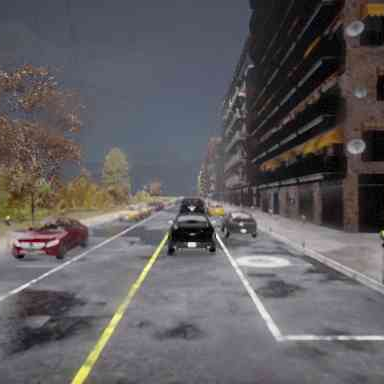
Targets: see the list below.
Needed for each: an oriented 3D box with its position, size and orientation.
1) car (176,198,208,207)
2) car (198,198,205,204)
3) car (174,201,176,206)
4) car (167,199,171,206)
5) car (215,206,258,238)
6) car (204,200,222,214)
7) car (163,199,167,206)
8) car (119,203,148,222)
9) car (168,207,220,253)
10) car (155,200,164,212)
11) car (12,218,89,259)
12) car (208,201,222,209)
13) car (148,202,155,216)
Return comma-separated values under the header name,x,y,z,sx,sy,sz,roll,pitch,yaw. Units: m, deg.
name,x,y,z,sx,sy,sz,roll,pitch,yaw
car,0.002,1.489,29.016,2.150,2.045,5.566,0,0,0
car,2.579,2.436,90.865,1.802,1.307,4.206,1,-1,0
car,-2.746,2.205,70.982,2.033,1.411,5.357,0,-1,0
car,-5.301,2.082,68.417,1.967,1.590,4.097,1,-1,0
car,2.575,1.728,18.785,2.008,1.369,4.403,1,-1,0
car,2.578,1.825,40.965,1.967,1.590,4.097,1,-1,0
car,-5.304,2.067,51.807,1.802,1.307,4.206,1,-1,0
car,-5.304,1.801,29.494,1.752,1.417,4.829,1,-1,0
car,0.004,1.643,14.311,1.837,1.490,4.892,0,0,0
car,-5.304,2.015,46.271,1.802,1.307,4.206,1,-1,0
car,-5.306,1.704,13.055,1.802,1.307,4.206,1,-1,0
car,2.576,1.860,35.590,1.752,1.417,4.829,1,-1,0
car,-5.304,1.853,35.030,1.752,1.417,4.829,1,-1,0
